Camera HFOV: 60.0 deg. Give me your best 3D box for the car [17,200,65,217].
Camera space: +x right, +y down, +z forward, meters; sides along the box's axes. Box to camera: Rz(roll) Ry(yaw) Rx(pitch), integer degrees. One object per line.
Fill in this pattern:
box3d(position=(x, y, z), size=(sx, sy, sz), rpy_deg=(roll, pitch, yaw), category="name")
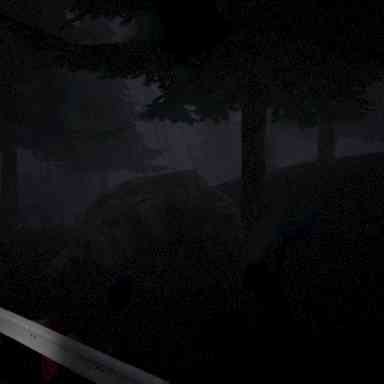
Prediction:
box3d(position=(-13.132, 1.488, 27.925), size=(1.837, 1.490, 4.892), rpy_deg=(0, 0, 36), category="car")
